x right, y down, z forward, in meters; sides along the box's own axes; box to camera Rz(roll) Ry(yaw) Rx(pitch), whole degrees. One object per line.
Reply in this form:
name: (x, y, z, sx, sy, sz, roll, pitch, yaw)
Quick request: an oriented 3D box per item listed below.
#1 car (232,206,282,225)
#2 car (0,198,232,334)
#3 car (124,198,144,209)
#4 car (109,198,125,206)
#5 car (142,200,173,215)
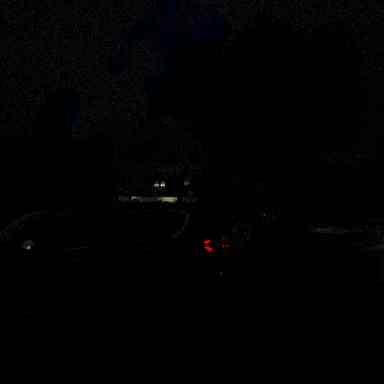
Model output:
car: (4.494, 1.719, 25.244, 1.895, 1.301, 4.718, -1, 0, -34)
car: (-2.176, 1.221, 5.937, 5.566, 2.045, 2.150, 0, 0, -33)
car: (-9.465, 1.815, 53.814, 1.837, 1.490, 4.892, -1, 0, -28)
car: (-14.248, 1.951, 62.867, 1.994, 1.385, 4.181, -1, 0, -26)
car: (-4.093, 1.756, 38.702, 1.812, 1.442, 4.674, -1, 0, -31)
